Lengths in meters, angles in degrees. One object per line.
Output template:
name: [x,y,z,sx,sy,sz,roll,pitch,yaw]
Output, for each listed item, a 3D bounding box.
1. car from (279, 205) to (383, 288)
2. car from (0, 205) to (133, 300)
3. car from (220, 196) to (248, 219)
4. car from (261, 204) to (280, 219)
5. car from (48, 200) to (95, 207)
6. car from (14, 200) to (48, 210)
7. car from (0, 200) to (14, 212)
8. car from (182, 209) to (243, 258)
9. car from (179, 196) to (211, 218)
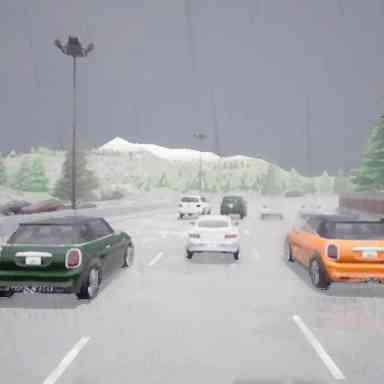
car: [4.081,1.411,9.469,2.097,1.767,4.553,0,0,4]
car: [-2.995,1.380,8.666,2.097,1.767,4.553,0,0,3]
car: [3.995,1.380,31.509,2.150,2.045,5.566,0,0,13]
car: [7.474,1.770,31.025,1.895,1.301,4.718,0,0,14]
car: [-10.654,1.590,30.900,2.128,1.511,4.902,0,0,12]
car: [-14.074,1.567,31.635,1.882,1.535,5.008,0,0,12]
car: [-17.458,1.571,32.521,2.128,1.511,4.902,0,0,12]
car: [0.865,1.588,12.924,1.812,1.442,4.674,0,0,5]
car: [0.332,1.364,31.233,2.150,2.045,5.566,0,0,13]
